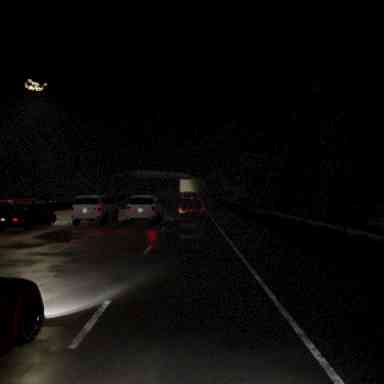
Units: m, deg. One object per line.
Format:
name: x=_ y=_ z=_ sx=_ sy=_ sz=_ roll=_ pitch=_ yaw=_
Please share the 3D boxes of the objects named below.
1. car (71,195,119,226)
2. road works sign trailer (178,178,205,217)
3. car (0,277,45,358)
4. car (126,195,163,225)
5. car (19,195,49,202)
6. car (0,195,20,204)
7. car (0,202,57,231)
car: x=-6.910 y=1.252 z=24.123 sx=2.150 sy=2.045 sz=5.566 roll=0 pitch=0 yaw=0
road works sign trailer: x=-0.024 y=0.464 z=31.227 sx=2.380 sy=3.560 sz=2.880 roll=0 pitch=0 yaw=0
car: x=-3.402 y=1.584 z=3.781 sx=1.994 sy=1.385 sz=4.181 roll=0 pitch=0 yaw=0
car: x=-3.410 y=1.251 z=24.600 sx=2.150 sy=2.045 sz=5.566 roll=0 pitch=0 yaw=0
car: x=-21.095 y=1.406 z=45.338 sx=1.812 sy=1.442 sz=4.674 roll=0 pitch=1 yaw=0
car: x=-24.593 y=1.231 z=45.484 sx=2.097 sy=1.767 sz=4.553 roll=0 pitch=1 yaw=0
car: x=-10.409 y=1.586 z=20.926 sx=2.033 sy=1.411 sz=5.357 roll=0 pitch=0 yaw=0
